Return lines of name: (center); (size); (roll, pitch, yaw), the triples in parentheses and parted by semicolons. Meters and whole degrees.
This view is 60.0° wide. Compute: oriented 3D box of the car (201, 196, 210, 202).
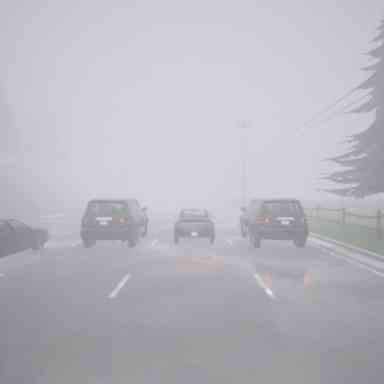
car: (3.540, 1.854, 84.694); (1.882, 1.535, 5.008); (0, 0, 0)

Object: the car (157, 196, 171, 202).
car: (-6.960, 1.916, 84.698); (2.033, 1.411, 5.357); (0, 0, 0)

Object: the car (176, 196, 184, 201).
car: (-3.455, 1.805, 95.117); (2.033, 1.411, 5.357); (0, 0, 0)

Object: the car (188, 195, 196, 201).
car: (0.045, 1.620, 95.086); (2.097, 1.767, 4.553); (0, 0, 0)

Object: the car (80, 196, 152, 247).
car: (-3.394, 1.292, 15.461); (2.150, 2.045, 5.566); (0, 0, 0)

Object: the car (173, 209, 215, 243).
car: (0.106, 1.567, 16.466); (2.128, 1.511, 4.902); (0, 0, 0)

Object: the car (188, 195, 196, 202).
car: (0.040, 1.854, 84.695); (1.882, 1.535, 5.008); (0, 0, 0)

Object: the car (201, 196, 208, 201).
car: (3.545, 1.805, 95.114); (2.033, 1.411, 5.357); (0, 0, 0)

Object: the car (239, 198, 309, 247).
car: (3.607, 1.292, 15.511); (2.150, 2.045, 5.566); (0, 0, 0)

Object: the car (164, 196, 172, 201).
car: (-6.955, 1.861, 95.148); (1.895, 1.301, 4.718); (0, 0, 0)

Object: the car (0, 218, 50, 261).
car: (-6.898, 1.600, 11.527); (2.033, 1.411, 5.357); (0, 0, 0)

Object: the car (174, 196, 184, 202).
car: (-3.460, 1.876, 84.697); (1.837, 1.490, 4.892); (0, 0, 0)

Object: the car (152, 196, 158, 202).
car: (-10.460, 1.856, 84.730); (1.882, 1.535, 5.008); (0, 0, 0)
